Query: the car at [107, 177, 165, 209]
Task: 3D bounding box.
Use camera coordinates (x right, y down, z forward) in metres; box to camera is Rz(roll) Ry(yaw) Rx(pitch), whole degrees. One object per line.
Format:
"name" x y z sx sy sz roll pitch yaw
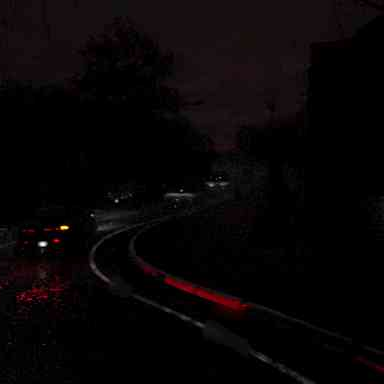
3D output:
"car" -4.146 -0.028 25.750 2.150 2.045 5.566 0 6 25

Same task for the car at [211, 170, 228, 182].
"car" 3.850 -2.280 47.084 1.837 1.490 4.892 0 6 15

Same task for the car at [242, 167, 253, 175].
"car" 10.322 -4.001 61.947 1.882 1.535 5.008 0 6 7

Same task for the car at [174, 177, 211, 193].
"car" -0.102 -0.839 35.111 2.033 1.411 5.357 0 6 21

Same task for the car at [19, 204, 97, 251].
"car" -4.938 1.212 12.663 1.837 1.490 4.892 -3 4 -7
